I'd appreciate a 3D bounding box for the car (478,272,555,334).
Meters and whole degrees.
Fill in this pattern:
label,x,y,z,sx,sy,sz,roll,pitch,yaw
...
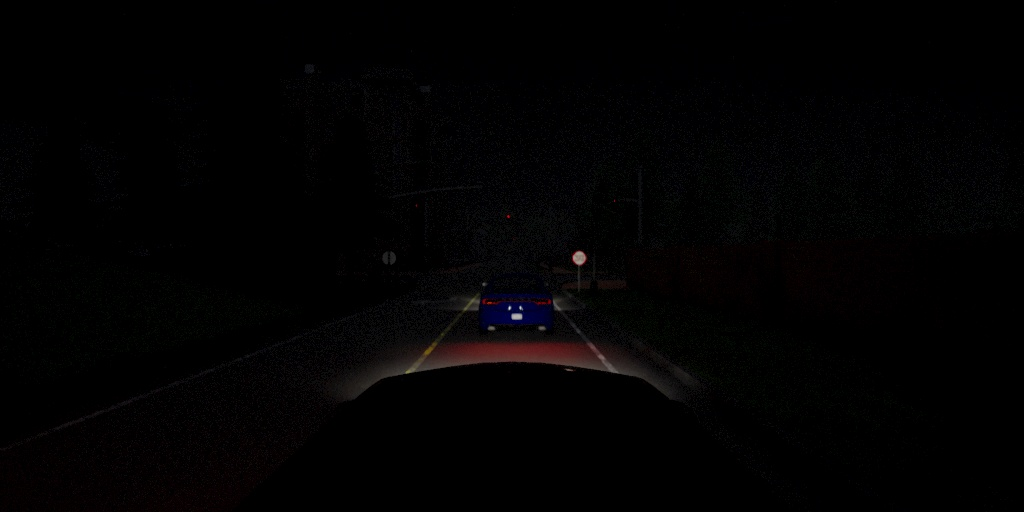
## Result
label,x,y,z,sx,sy,sz,roll,pitch,yaw
car,0.106,1.213,10.561,1.882,1.535,5.008,0,0,0
